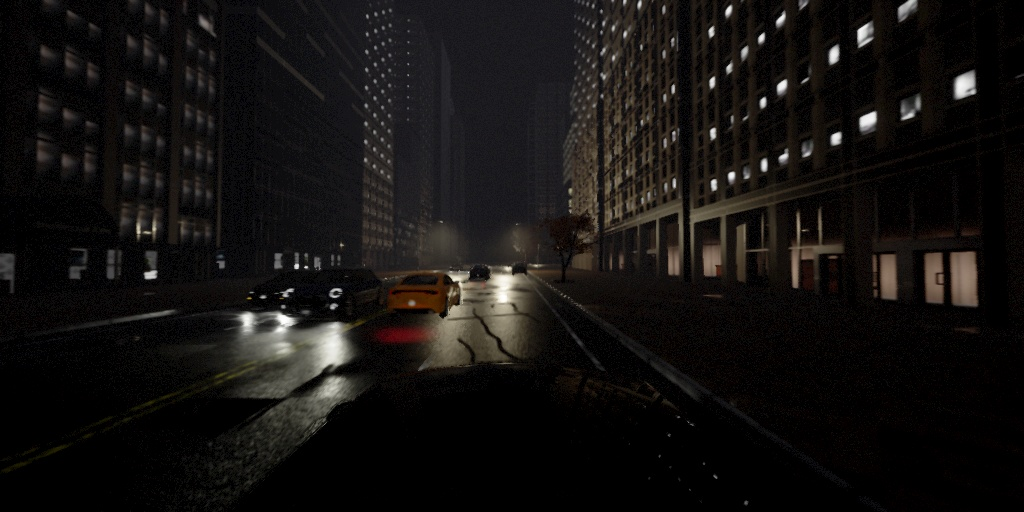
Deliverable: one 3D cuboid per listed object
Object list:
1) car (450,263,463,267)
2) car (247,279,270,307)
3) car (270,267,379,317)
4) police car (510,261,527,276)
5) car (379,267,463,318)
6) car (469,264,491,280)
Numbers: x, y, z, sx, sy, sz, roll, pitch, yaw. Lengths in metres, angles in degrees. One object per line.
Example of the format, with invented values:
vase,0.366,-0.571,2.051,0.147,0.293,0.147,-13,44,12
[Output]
car,-9.780,1.926,63.551,1.837,1.490,4.892,0,0,0
car,-9.846,1.418,16.608,1.837,1.490,4.892,0,-1,0
car,-6.598,1.231,13.715,2.097,1.767,4.553,0,-1,0
police car,0.966,1.664,46.713,1.930,1.638,5.238,0,-1,0
car,-3.153,1.358,13.774,1.882,1.535,5.008,0,0,0
car,-3.180,1.616,36.116,2.128,1.511,4.902,0,0,0
